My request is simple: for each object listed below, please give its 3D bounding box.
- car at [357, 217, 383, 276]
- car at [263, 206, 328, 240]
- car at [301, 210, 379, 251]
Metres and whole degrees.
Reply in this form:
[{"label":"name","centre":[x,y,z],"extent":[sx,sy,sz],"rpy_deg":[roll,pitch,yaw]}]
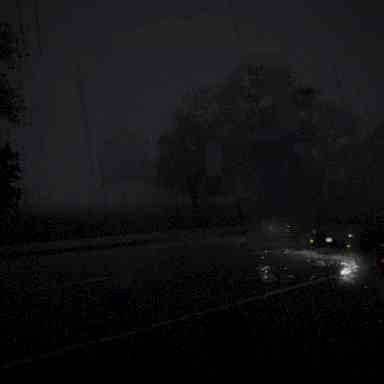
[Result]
[{"label":"car","centre":[6.752,1.489,8.874],"extent":[4.902,1.511,2.128],"rpy_deg":[0,0,-37]},{"label":"car","centre":[5.679,1.506,17.109],"extent":[4.892,1.490,1.837],"rpy_deg":[0,0,-38]},{"label":"car","centre":[6.591,1.563,13.394],"extent":[4.181,1.385,1.994],"rpy_deg":[0,0,-38]}]
